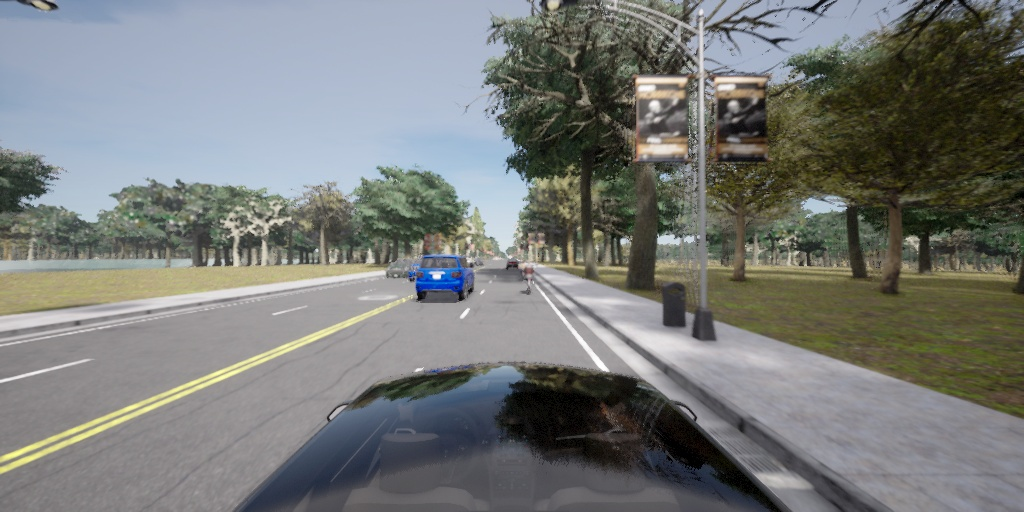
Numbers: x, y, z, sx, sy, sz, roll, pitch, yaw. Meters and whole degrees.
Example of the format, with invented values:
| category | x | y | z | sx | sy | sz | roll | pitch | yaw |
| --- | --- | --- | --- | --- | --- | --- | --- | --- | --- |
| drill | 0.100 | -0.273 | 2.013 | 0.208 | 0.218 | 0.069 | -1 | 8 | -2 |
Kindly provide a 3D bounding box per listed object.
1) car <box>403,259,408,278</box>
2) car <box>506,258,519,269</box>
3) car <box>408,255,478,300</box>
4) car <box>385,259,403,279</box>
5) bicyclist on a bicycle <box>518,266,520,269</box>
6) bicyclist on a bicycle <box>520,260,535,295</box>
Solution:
| category | x | y | z | sx | sy | sz | roll | pitch | yaw |
| --- | --- | --- | --- | --- | --- | --- | --- | --- | --- |
| car | -6.601 | 0.945 | 28.669 | 2.150 | 2.045 | 5.566 | 0 | 0 | 0 |
| car | 0.082 | 1.200 | 54.016 | 1.837 | 1.490 | 4.892 | 0 | 0 | 0 |
| car | -3.155 | 0.957 | 17.729 | 2.150 | 2.045 | 5.566 | 0 | 0 | 0 |
| car | -9.844 | 1.071 | 32.653 | 2.097 | 1.767 | 4.553 | 0 | 0 | 0 |
| bicyclist on a bicycle | 0.876 | 1.161 | 28.136 | 0.866 | 1.612 | 1.509 | 0 | 0 | 0 |
| bicyclist on a bicycle | 0.891 | 1.106 | 18.828 | 0.659 | 1.776 | 1.843 | 0 | 0 | 0 |
